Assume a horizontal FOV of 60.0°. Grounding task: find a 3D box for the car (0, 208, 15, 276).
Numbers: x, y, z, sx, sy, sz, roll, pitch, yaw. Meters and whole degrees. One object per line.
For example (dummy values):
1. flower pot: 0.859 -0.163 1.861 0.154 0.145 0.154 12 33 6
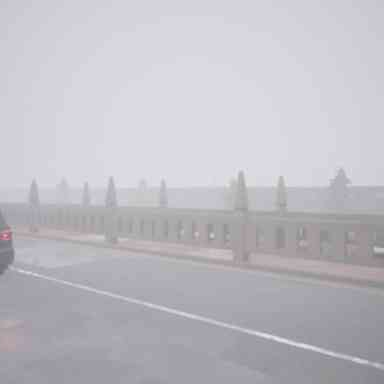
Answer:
1. car: -7.031 1.223 8.996 5.566 2.045 2.150 0 0 35
